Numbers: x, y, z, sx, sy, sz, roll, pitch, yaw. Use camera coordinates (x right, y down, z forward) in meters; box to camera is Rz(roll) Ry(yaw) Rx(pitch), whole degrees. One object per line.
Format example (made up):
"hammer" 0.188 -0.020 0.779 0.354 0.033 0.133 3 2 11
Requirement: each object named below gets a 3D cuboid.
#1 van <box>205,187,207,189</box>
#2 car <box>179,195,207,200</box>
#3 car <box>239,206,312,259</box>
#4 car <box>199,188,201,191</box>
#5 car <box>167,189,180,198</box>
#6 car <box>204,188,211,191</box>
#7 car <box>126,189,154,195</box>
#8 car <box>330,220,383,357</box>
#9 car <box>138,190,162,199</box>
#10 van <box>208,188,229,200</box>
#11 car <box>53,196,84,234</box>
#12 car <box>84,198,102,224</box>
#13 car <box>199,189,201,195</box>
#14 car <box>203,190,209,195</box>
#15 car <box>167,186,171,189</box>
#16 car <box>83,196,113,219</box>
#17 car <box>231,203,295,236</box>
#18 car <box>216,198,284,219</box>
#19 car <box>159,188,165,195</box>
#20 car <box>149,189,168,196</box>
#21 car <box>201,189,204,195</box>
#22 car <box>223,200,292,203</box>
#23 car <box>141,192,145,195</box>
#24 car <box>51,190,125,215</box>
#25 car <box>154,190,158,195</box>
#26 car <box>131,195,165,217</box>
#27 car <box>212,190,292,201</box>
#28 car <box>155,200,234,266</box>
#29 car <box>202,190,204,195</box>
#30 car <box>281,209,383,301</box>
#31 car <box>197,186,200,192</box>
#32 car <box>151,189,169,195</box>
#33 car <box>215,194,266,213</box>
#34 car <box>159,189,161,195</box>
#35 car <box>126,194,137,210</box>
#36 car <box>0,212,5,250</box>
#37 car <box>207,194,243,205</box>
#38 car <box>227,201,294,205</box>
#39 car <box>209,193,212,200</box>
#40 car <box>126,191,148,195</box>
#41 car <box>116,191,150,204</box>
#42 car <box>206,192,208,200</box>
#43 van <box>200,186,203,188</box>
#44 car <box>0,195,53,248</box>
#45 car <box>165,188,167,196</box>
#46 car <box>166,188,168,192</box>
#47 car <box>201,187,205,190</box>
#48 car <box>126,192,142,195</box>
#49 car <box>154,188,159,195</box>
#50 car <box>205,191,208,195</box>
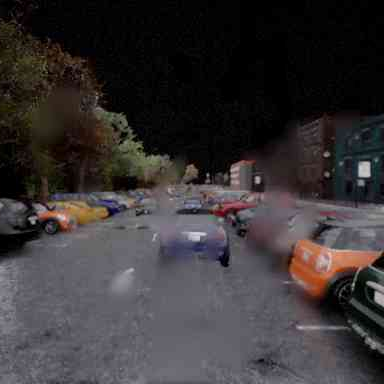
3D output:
"van" 4.630 0.576 54.238 4.442 1.987 1.878 0 1 0
"car" 0.081 1.267 31.103 2.033 1.411 5.357 0 1 0
"car" 4.540 1.469 12.549 5.008 1.535 2.097 0 0 0
"car" 4.510 0.443 73.786 4.892 1.521 2.231 0 1 0
"car" -3.534 0.587 69.358 1.994 1.385 4.181 0 1 0
"car" 4.546 0.725 51.520 4.553 1.767 2.185 0 1 0
"car" -8.534 0.698 45.920 5.566 2.045 2.435 0 1 0
"car" 4.507 1.371 4.192 4.553 1.767 2.185 0 0 0
"car" -8.605 0.422 68.198 4.553 1.767 2.185 0 1 0
"van" 4.405 0.865 37.604 4.442 1.987 1.878 0 1 0
"car" -8.580 1.287 17.952 4.553 1.767 2.185 0 1 0
"car" -8.545 1.371 20.739 5.008 1.535 2.097 0 1 0
"car" 4.500 0.548 68.220 4.892 1.521 2.231 0 1 0
"car" 4.701 0.896 48.739 5.366 1.575 1.946 0 1 0
"car" -8.609 0.035 81.992 5.566 2.045 2.435 0 1 0
"car" -8.737 1.320 23.646 5.366 1.575 1.946 0 1 0
"car" 4.537 1.443 15.338 5.008 1.535 2.097 0 1 0
"car" 4.532 1.276 26.476 5.008 1.535 2.097 0 1 0
"car" -8.543 0.399 62.627 5.566 2.045 2.435 0 1 0
"car" -8.550 0.105 84.904 4.553 1.767 2.185 0 1 0
"car" 4.506 0.690 62.655 4.674 1.452 2.002 0 1 0
"car" 4.532 1.408 20.911 4.674 1.452 2.002 0 1 0
"car" -8.566 1.045 40.354 4.892 1.521 2.231 0 1 0
"car" -8.525 1.026 26.427 5.566 2.045 2.435 0 1 0
"car" -8.561 0.802 54.276 5.008 1.535 2.097 0 1 0
"car" -3.613 1.270 28.360 1.837 1.490 4.892 0 1 0
"car" 4.500 1.071 23.689 5.566 2.045 2.435 0 1 0
"car" 0.084 1.346 11.739 2.097 1.767 4.553 0 0 0
"car" 4.541 0.781 57.089 4.792 1.488 2.163 0 1 0
"car" 4.505 1.370 6.972 4.553 1.767 2.185 0 0 0
"car" 4.529 0.085 79.347 5.566 2.045 2.435 0 1 0
"car" -8.616 0.001 90.348 4.553 1.767 2.185 0 1 0
"car" 4.555 1.060 31.914 4.553 1.767 2.185 0 1 0
"car" -8.574 0.701 59.845 5.008 1.535 2.097 0 1 0
"car" -8.560 1.178 34.785 4.674 1.452 2.002 0 1 0
"car" -8.550 1.487 9.583 5.008 1.535 2.097 0 0 0
"car" 4.515 0.988 45.957 4.674 1.452 2.002 0 1 0
"car" 4.560 1.439 18.125 4.792 1.488 2.163 0 1 0
"car" 4.516 1.138 34.824 4.892 1.521 2.231 0 1 0
"car" -8.590 1.026 43.137 4.792 1.488 2.163 0 1 0
"car" -8.533 0.774 48.705 4.553 1.767 2.185 0 1 0
"car" 4.515 1.043 40.390 5.008 1.535 2.097 0 1 0
"van" 4.619 0.164 76.564 4.442 1.987 1.878 0 1 0
"car" -8.575 1.220 12.370 5.566 2.045 2.435 0 0 0
"car" -8.546 0.473 73.768 4.792 1.488 2.163 0 1 0
"car" -8.583 0.390 76.554 5.008 1.535 2.097 0 1 0
"car" 4.539 0.474 65.434 4.553 1.767 2.185 0 1 0
"car" -8.564 1.091 37.569 5.008 1.535 2.097 0 1 0
"car" -8.536 0.626 57.058 4.553 1.767 2.185 0 1 0
"car" 4.524 0.995 43.173 5.008 1.535 2.097 0 1 0
